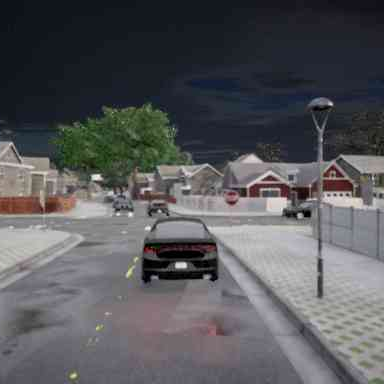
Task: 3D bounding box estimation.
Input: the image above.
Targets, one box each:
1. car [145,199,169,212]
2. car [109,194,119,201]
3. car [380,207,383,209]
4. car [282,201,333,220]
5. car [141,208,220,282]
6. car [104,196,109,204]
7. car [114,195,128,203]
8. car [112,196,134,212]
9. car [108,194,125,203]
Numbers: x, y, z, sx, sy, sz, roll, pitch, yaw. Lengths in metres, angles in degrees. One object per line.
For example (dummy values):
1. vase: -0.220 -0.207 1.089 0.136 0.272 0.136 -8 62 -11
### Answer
1. car: -3.334 1.429 31.636 1.837 1.490 4.892 0 0 -11
2. car: -17.756 1.203 75.489 1.812 1.442 4.674 -1 0 -19
3. car: 19.773 1.647 31.131 4.674 1.442 1.812 0 1 -17
4. car: 10.103 1.515 28.337 5.008 1.535 1.882 1 1 -15
5. car: -0.380 1.452 9.714 1.882 1.535 5.008 0 0 -3
6. car: -15.024 1.439 60.728 2.033 1.411 5.357 -1 0 -21
7. car: -14.066 1.337 65.784 1.882 1.535 5.008 -1 0 -21
8. car: -7.555 1.494 37.067 1.994 1.385 4.181 0 0 -13
9. car: -10.289 1.461 47.082 2.033 1.411 5.357 0 0 -17
